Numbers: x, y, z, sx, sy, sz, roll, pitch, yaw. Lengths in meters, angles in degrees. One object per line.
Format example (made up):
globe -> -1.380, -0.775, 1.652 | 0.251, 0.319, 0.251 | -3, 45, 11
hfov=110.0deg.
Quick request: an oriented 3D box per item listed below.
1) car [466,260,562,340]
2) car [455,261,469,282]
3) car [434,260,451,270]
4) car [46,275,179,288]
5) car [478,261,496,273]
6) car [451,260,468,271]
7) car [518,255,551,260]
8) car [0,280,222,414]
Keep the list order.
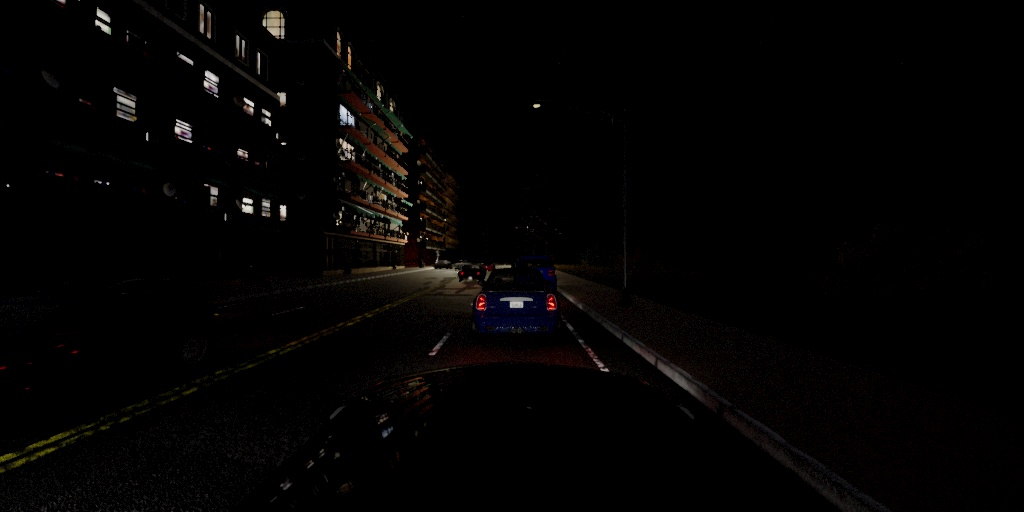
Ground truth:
car -> 0.101, 1.103, 10.100 | 2.097, 1.767, 4.553 | 0, 0, 0
car -> -3.138, 1.353, 29.256 | 1.895, 1.301, 4.718 | 0, 0, 0
car -> -9.823, 1.298, 51.558 | 2.033, 1.411, 5.357 | 0, 0, 0
car -> -9.848, 1.242, 8.657 | 2.128, 1.511, 4.902 | 0, 0, 0
car -> -3.127, 1.315, 45.276 | 1.994, 1.385, 4.181 | 0, 0, 0
car -> -6.576, 1.277, 48.264 | 1.812, 1.442, 4.674 | 0, 0, 0
car -> 1.144, 0.977, 19.674 | 2.150, 2.045, 5.566 | 0, 0, 0
car -> -6.598, 1.276, 5.164 | 1.812, 1.442, 4.674 | 0, 0, 0
